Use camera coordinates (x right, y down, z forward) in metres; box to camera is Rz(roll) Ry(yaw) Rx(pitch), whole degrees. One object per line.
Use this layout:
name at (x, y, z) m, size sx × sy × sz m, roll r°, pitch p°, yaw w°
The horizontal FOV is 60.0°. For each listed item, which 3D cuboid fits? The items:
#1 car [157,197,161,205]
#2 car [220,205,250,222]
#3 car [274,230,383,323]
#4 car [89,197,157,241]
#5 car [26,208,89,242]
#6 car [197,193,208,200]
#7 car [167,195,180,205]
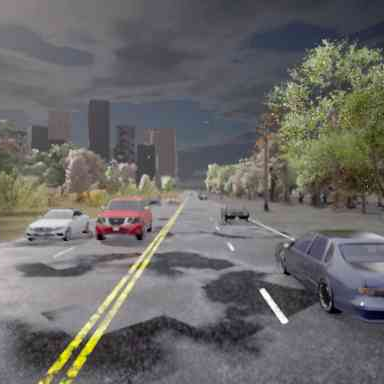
car at (-6.524, 1.607, 59.313) m, size 2.033 × 1.411 × 5.357 m, roll 0°, pitch 0°, yaw 1°
car at (3.353, 1.660, 26.919) m, size 1.895 × 1.301 × 4.718 m, roll 0°, pitch 0°, yaw 0°
car at (3.353, 1.571, 7.515) m, size 2.033 × 1.411 × 5.357 m, roll 0°, pitch 0°, yaw 0°
car at (-3.348, 1.274, 17.414) m, size 2.150 × 2.045 × 5.566 m, roll 0°, pitch 0°, yaw 0°
car at (-6.598, 1.578, 16.957) m, size 1.812 × 1.442 × 4.674 m, roll 0°, pitch 0°, yaw 0°
car at (3.260, 1.539, 90.957) m, size 2.163 × 1.488 × 4.792 m, roll 0°, pitch 0°, yaw 0°
car at (-3.282, 1.412, 59.449) m, size 2.097 × 1.767 × 4.553 m, roll 0°, pitch 0°, yaw 1°
